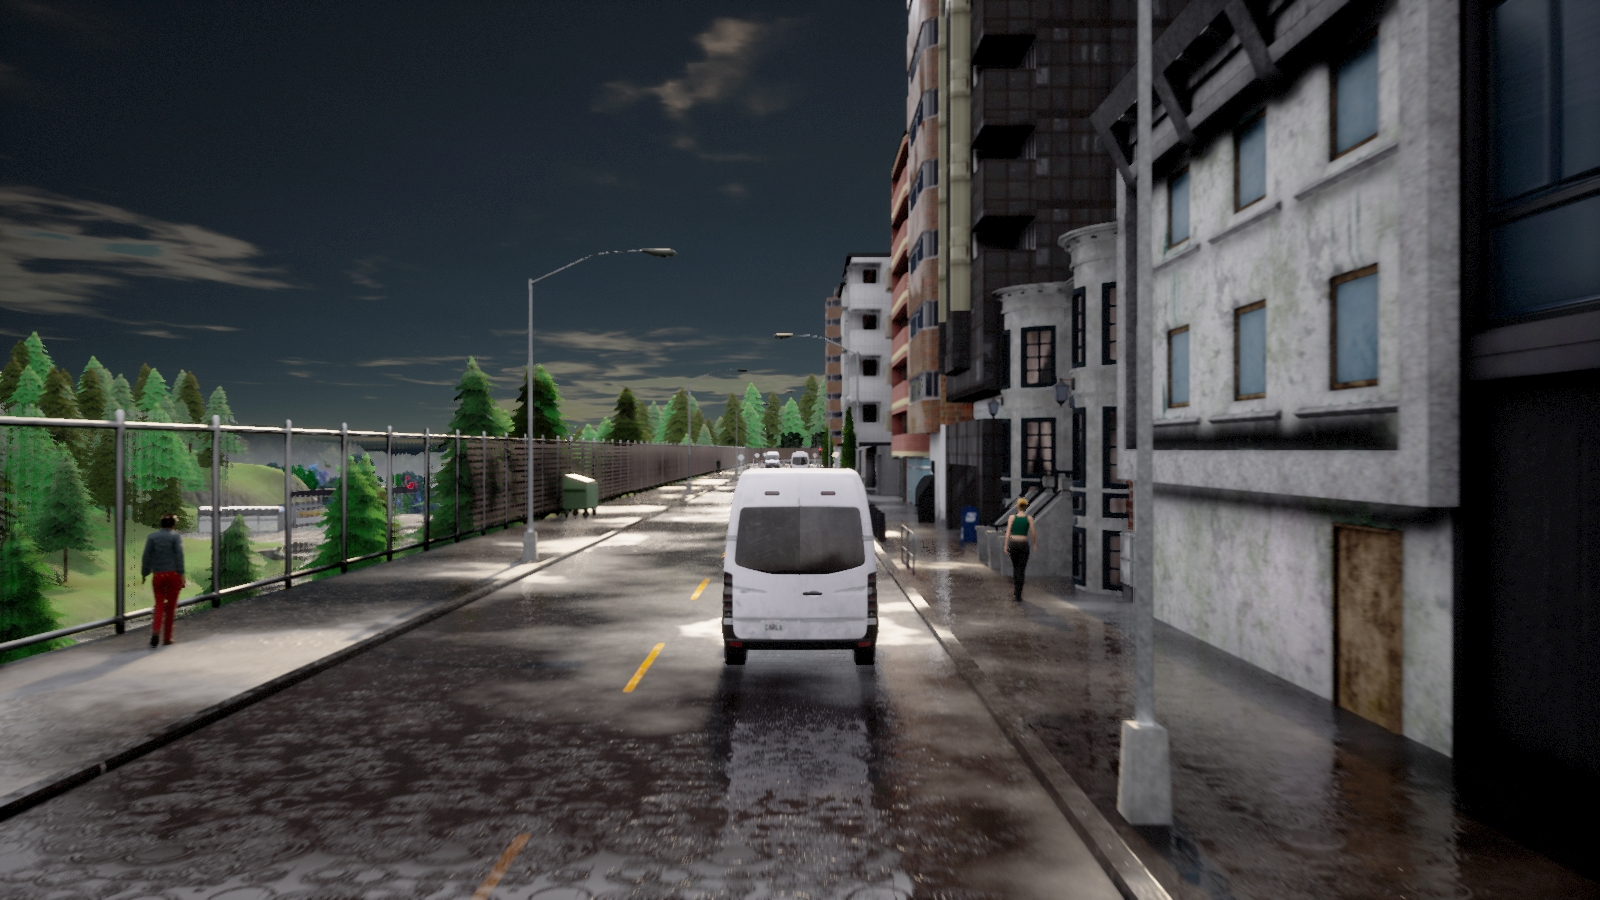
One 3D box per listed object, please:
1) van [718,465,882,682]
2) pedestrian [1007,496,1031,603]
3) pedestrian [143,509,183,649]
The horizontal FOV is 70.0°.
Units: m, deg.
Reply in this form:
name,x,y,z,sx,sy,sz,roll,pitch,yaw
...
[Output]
name,x,y,z,sx,sy,sz,roll,pitch,yaw
van,-0.004,1.534,16.831,1.988,2.561,5.915,0,0,0
pedestrian,3.874,1.744,20.184,0.375,1.860,0.375,0,0,16
pedestrian,-8.664,1.745,15.547,0.375,1.860,0.375,0,0,-12
